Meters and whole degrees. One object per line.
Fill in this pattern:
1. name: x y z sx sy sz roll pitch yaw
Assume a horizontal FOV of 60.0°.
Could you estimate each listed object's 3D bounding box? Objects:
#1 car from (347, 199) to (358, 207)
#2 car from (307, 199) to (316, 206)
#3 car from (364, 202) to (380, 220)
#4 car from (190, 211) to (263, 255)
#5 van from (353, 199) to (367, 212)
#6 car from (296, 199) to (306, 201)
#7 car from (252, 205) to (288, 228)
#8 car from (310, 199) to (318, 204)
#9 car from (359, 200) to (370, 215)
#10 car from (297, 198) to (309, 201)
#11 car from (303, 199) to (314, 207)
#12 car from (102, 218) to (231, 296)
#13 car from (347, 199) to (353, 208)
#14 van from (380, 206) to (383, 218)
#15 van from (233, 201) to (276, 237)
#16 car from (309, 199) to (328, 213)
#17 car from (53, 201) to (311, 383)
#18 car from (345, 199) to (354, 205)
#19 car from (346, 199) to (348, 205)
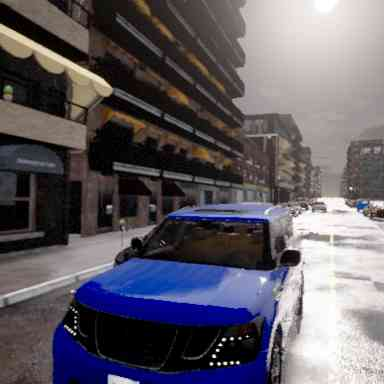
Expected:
1. car: 35.246 2.298 73.210 1.967 1.590 4.097 1 0 23
2. car: 27.513 2.373 76.447 1.802 1.307 4.206 1 0 23
3. car: 18.041 1.982 32.109 1.802 1.307 4.206 1 0 23
4. car: 1.711 1.660 14.796 2.008 1.369 4.403 1 0 23
5. van: 24.498 1.912 47.523 1.690 1.788 3.998 1 0 23
6. car: 12.397 1.914 40.327 1.752 1.417 4.829 1 0 23
7. car: 5.947 1.745 24.915 1.752 1.417 4.829 1 0 23
8. car: 31.815 2.452 86.722 1.887 1.381 4.507 1 0 23
9. car: 20.258 1.984 37.403 1.752 1.417 4.829 1 0 23
10. car: 16.769 1.819 50.759 2.192 1.841 5.009 1 0 23
11. car: 23.213 2.221 66.172 1.887 1.381 4.507 1 0 23
12. car: -0.440 1.619 9.658 1.947 1.339 4.313 1 0 23
13. car: 31.009 2.270 63.091 1.752 1.417 4.829 1 0 23
14. van: 13.747 1.629 21.835 1.690 1.788 3.998 1 0 23
15. van: 3.867 1.506 19.934 1.690 1.788 3.998 1 0 23
16. car: 17.143 1.995 44.730 1.812 1.442 4.674 0 0 23
17. car: 0.514 1.258 5.247 2.150 2.045 5.566 0 0 23
18. car: 39.544 2.519 83.485 1.887 1.381 4.507 1 0 23
19. car: 33.093 2.345 68.072 1.887 1.381 4.507 1 0 23
